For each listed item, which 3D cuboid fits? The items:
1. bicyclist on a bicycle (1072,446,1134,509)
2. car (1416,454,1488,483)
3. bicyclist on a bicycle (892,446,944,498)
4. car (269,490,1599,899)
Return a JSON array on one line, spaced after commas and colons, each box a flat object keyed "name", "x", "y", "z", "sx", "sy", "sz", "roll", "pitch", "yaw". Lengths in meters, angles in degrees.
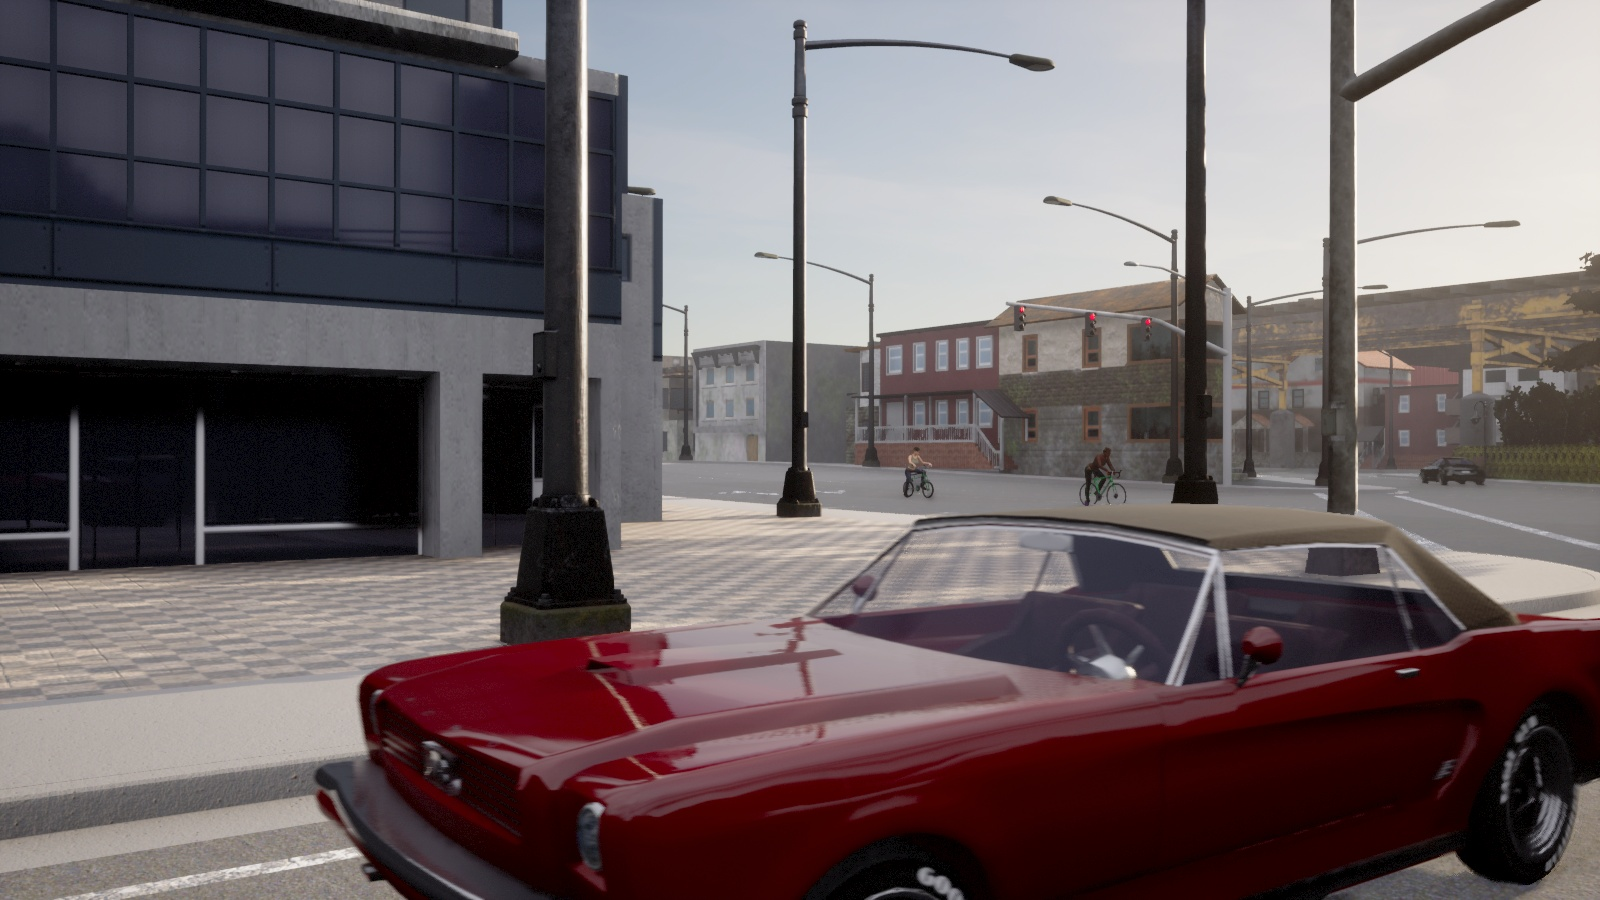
[{"name": "bicyclist on a bicycle", "x": 8.085, "y": 0.716, "z": 33.569, "sx": 0.582, "sy": 1.620, "sz": 1.656, "roll": 0, "pitch": 0, "yaw": -34}, {"name": "car", "x": 32.201, "y": 0.892, "z": 62.125, "sx": 1.994, "sy": 1.385, "sz": 4.181, "roll": 0, "pitch": 0, "yaw": 10}, {"name": "bicyclist on a bicycle", "x": 3.736, "y": 0.686, "z": 39.698, "sx": 0.866, "sy": 1.612, "sz": 1.509, "roll": 0, "pitch": 0, "yaw": -35}, {"name": "car", "x": 0.907, "y": 0.854, "z": 4.286, "sx": 4.718, "sy": 1.301, "sz": 1.895, "roll": 0, "pitch": 0, "yaw": -35}]
